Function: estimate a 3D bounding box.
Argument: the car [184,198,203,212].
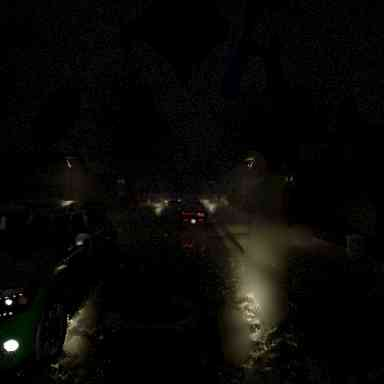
[{"bbox_3d":[0.124,1.469,38.537,2.033,1.411,5.357,0,0,0],"label":"car"}]

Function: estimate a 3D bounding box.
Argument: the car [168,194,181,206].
[{"bbox_3d":[-2.728,1.230,53.212,2.097,1.767,4.553,0,0,0],"label":"car"}]

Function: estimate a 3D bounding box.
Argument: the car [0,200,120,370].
[{"bbox_3d":[-2.846,1.211,6.089,2.150,2.045,5.566,0,0,0],"label":"car"}]

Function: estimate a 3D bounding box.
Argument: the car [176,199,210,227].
[{"bbox_3d":[0.099,1.464,22.187,1.837,1.490,4.892,0,0,0],"label":"car"}]
